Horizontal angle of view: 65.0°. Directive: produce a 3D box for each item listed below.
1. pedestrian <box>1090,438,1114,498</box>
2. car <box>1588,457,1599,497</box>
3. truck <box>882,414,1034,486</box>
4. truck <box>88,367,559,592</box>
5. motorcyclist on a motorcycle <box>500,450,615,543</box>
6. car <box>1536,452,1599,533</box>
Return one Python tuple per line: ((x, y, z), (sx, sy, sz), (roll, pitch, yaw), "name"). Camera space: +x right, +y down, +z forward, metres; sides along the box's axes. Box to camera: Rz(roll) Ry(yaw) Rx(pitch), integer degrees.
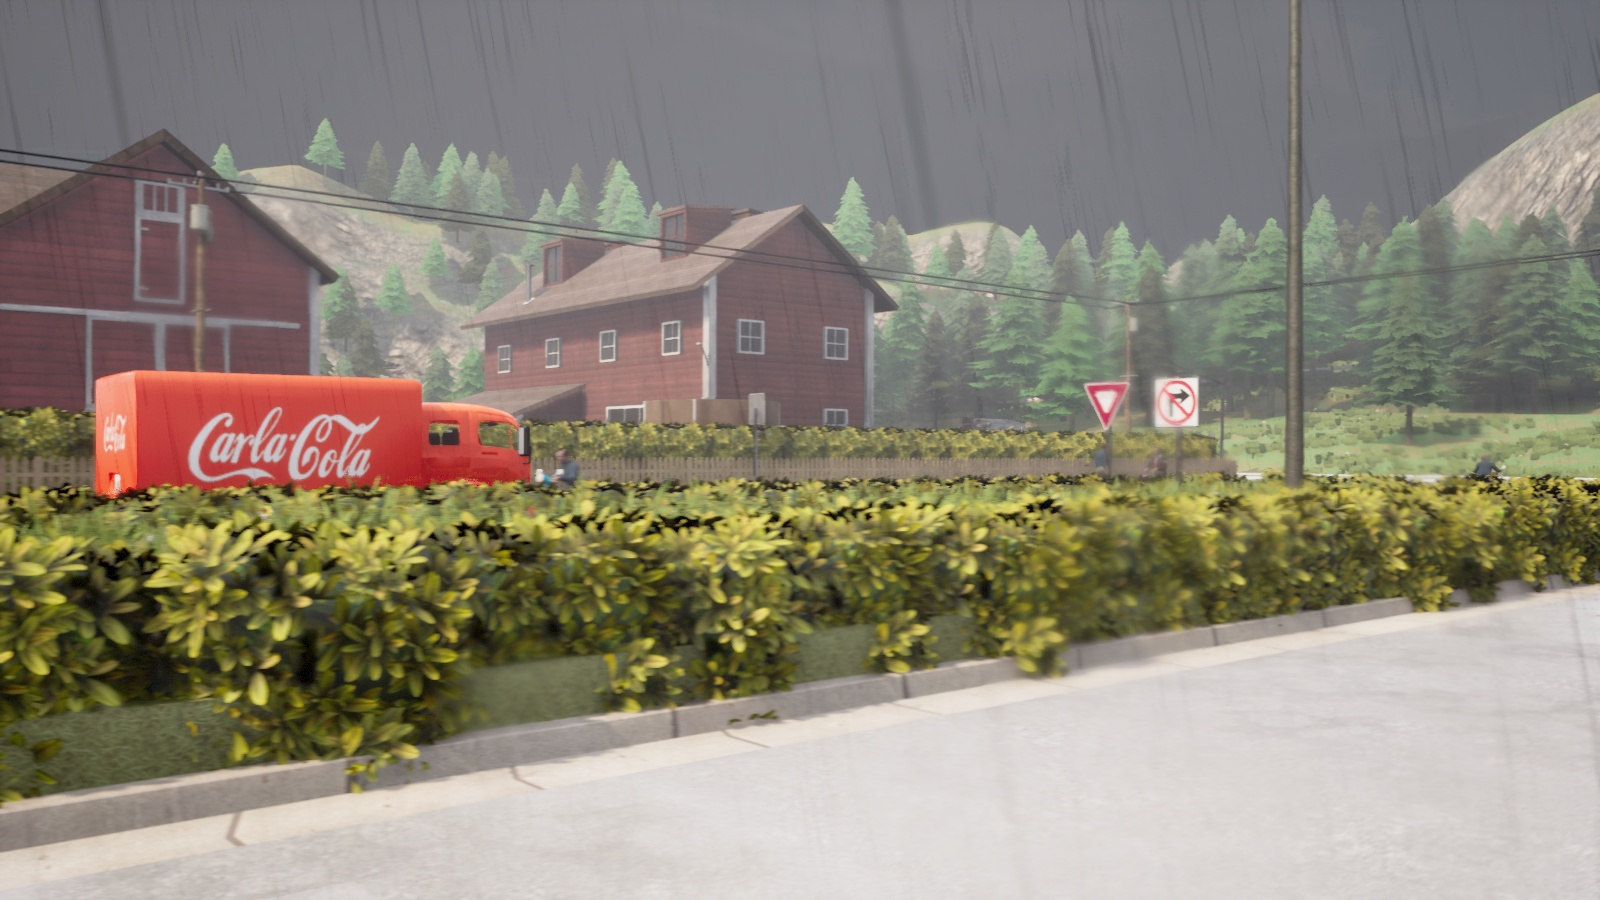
((9.336, 0.552, 38.850), (0.726, 1.835, 0.370), (0, 0, -40), "pedestrian")
((29.113, 0.952, 43.987), (1.481, 1.376, 2.207), (0, 0, -39), "car")
((7.994, 0.023, 64.469), (2.891, 3.462, 7.936), (0, 0, -39), "truck")
((-6.128, 0.333, 16.455), (5.204, 2.467, 2.627), (0, 0, -39), "truck")
((-4.324, 0.797, 22.458), (1.817, 1.590, 0.866), (0, 0, -39), "motorcyclist on a motorcycle")
((16.466, 0.801, 23.068), (1.882, 1.535, 5.008), (0, 0, -21), "car")
